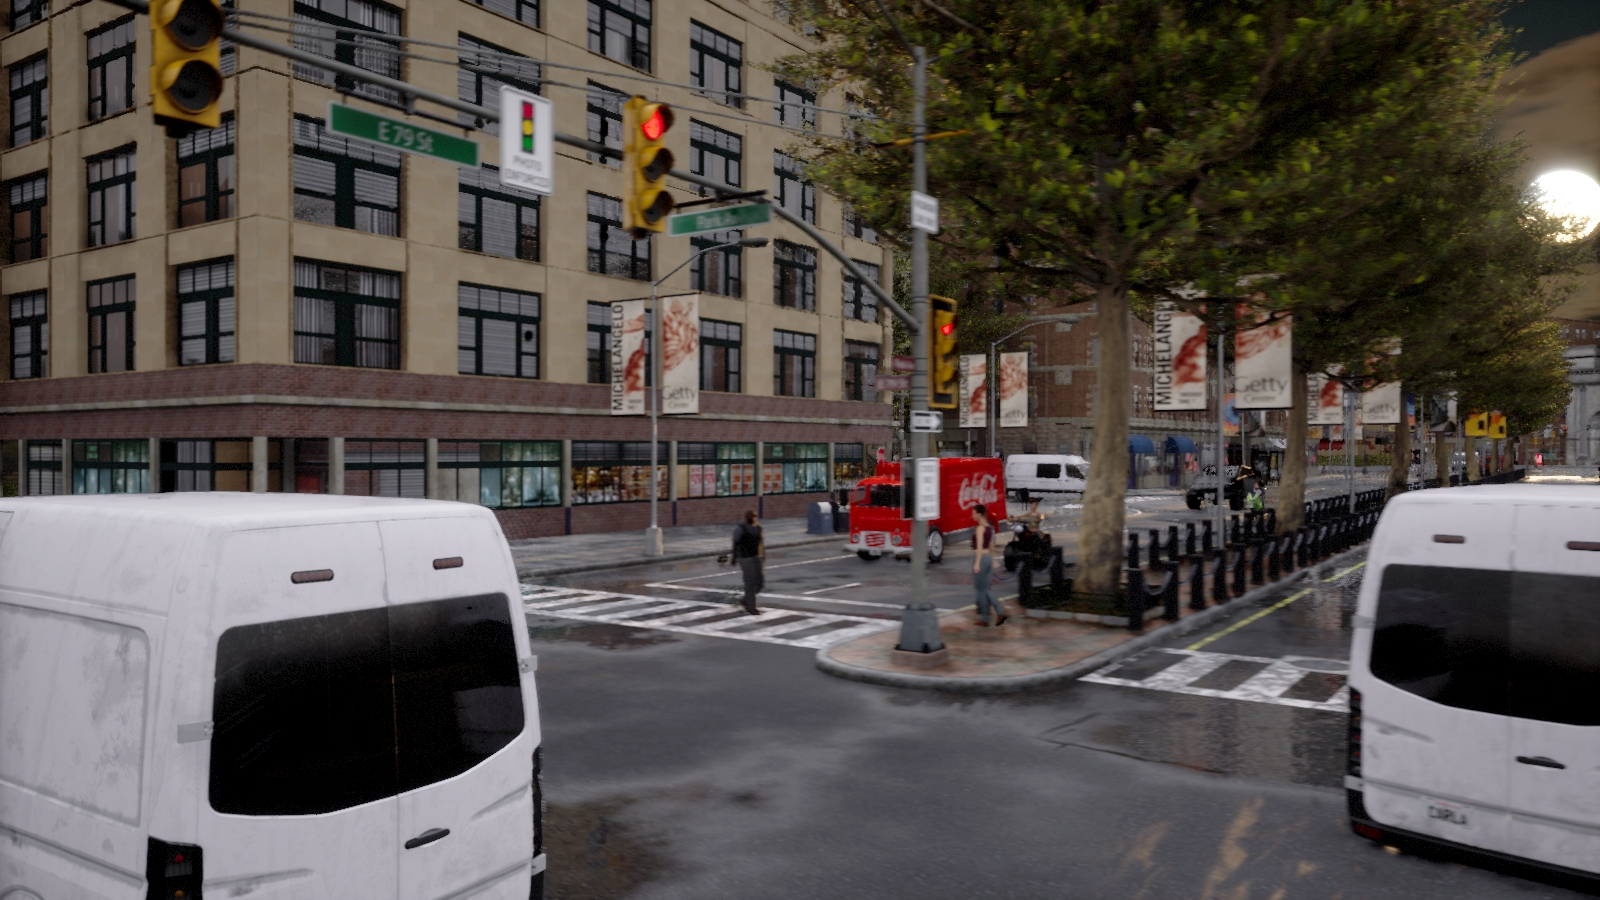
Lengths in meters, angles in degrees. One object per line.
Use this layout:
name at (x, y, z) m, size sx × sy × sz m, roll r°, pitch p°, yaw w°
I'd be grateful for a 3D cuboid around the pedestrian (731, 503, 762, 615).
pedestrian at (-0.915, 1.847, 19.449) m, size 0.375 × 1.860 × 0.375 m, roll 0°, pitch 0°, yaw -41°

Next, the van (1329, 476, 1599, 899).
van at (6.174, 1.534, 8.529) m, size 5.915 × 2.561 × 1.988 m, roll 0°, pitch 0°, yaw -43°

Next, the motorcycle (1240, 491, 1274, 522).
motorcycle at (18.061, 2.212, 45.158) m, size 0.803 × 1.145 × 2.033 m, roll 0°, pitch 0°, yaw 35°

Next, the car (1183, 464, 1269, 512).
car at (20.500, 1.752, 54.812) m, size 2.390 × 2.098 × 6.274 m, roll 0°, pitch 0°, yaw 35°

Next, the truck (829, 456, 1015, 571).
truck at (3.328, 1.529, 30.067) m, size 2.627 × 2.467 × 5.204 m, roll 0°, pitch 3°, yaw 35°

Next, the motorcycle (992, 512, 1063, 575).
motorcycle at (5.372, 2.168, 26.881) m, size 0.764 × 1.277 × 2.356 m, roll 0°, pitch 0°, yaw 35°

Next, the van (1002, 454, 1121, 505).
van at (13.950, 1.531, 61.101) m, size 5.915 × 2.561 × 1.988 m, roll 0°, pitch 0°, yaw 38°

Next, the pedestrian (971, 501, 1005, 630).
pedestrian at (2.800, 1.703, 17.010) m, size 0.375 × 1.860 × 0.375 m, roll 0°, pitch 0°, yaw 33°

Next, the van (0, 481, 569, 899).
van at (-4.169, 1.533, 6.715) m, size 5.915 × 2.561 × 1.988 m, roll 0°, pitch 0°, yaw 35°
